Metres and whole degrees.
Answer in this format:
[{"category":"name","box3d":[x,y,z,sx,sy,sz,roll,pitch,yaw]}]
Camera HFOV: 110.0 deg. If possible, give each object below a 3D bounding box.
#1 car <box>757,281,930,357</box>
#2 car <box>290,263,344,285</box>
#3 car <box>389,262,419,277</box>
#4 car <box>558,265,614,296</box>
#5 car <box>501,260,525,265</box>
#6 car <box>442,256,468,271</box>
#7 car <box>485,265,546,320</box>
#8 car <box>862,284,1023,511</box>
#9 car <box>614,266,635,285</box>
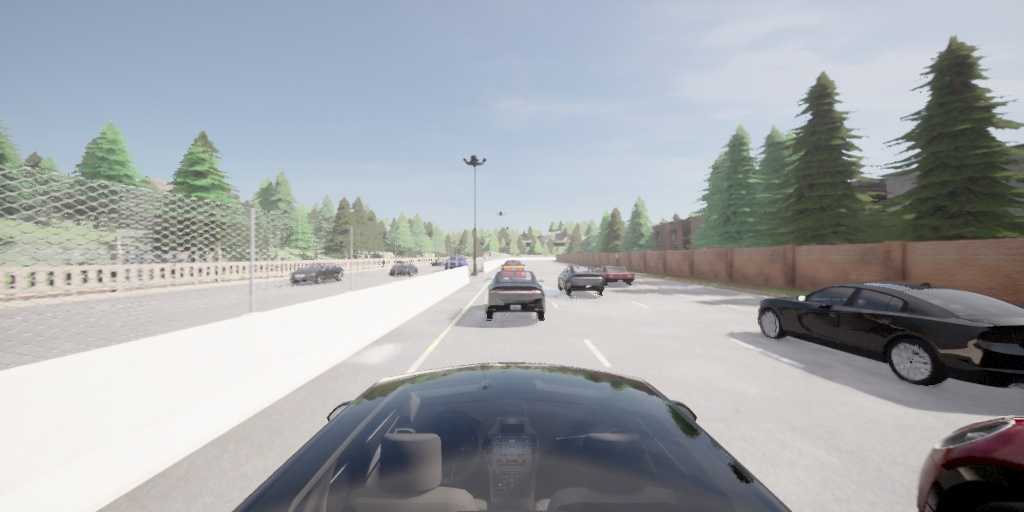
[{"category":"car","box3d":[7.102,1.227,6.981,1.882,1.535,5.008,0,0,0]},{"category":"car","box3d":[-14.101,1.242,26.238,2.128,1.511,4.902,0,0,0]},{"category":"car","box3d":[-10.631,1.315,35.551,1.994,1.385,4.181,0,0,0]},{"category":"car","box3d":[3.604,1.241,19.306,2.128,1.511,4.902,0,0,0]},{"category":"car","box3d":[0.070,1.102,30.562,2.097,1.767,4.553,0,0,0]},{"category":"car","box3d":[-7.088,0.974,46.292,2.150,2.045,5.566,0,0,1]},{"category":"car","box3d":[0.102,1.241,12.568,2.128,1.511,4.902,0,0,0]},{"category":"car","box3d":[3.600,1.102,0.320,2.097,1.767,4.553,0,0,0]},{"category":"car","box3d":[7.098,1.350,25.691,1.895,1.301,4.718,0,0,0]}]
